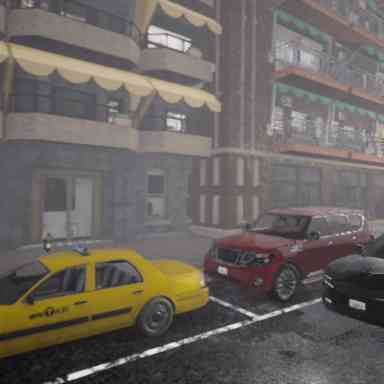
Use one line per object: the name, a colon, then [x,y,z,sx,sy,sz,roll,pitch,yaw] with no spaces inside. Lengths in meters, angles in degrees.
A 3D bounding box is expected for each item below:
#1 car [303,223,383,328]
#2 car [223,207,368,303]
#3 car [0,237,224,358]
car: [4.633,1.508,6.680,5.008,1.535,1.882,0,0,-35]
car: [2.701,1.343,8.467,5.009,1.841,2.192,0,1,-35]
car: [-1.974,1.531,5.138,4.829,1.417,1.752,0,1,-35]
